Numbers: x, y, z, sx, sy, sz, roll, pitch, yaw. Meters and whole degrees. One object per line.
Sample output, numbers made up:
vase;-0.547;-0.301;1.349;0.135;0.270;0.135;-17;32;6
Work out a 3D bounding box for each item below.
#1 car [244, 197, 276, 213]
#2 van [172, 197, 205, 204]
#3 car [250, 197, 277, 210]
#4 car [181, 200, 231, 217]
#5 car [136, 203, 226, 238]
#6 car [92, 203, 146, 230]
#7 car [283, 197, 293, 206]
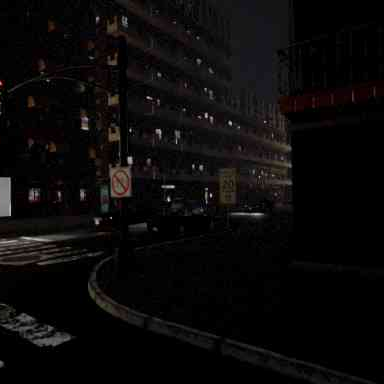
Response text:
car;7.510;1.478;36.984;1.812;1.442;4.674;-1;-1;36
van;-0.281;1.365;30.401;1.690;1.788;3.998;-1;-1;36
car;9.484;1.431;43.964;1.967;1.590;4.097;-1;-1;36
car;1.452;1.574;28.583;1.895;1.301;4.718;-1;-1;36
car;-0.391;1.435;16.756;2.008;1.369;4.403;-1;-1;36
car;-4.018;1.486;21.006;2.128;1.511;4.902;-1;-1;35
car;15.895;1.496;52.866;1.752;1.417;4.829;-1;-1;36
